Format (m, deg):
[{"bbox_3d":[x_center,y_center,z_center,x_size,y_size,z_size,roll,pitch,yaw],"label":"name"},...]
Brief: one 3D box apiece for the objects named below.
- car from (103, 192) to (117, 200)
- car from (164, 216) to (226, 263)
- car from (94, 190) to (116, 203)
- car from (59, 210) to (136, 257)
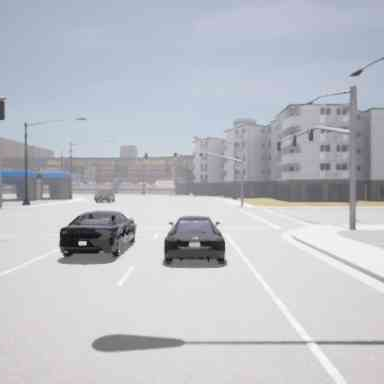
[{"bbox_3d":[-16.568,0.781,67.062,1.895,1.301,4.718,0,1,-23],"label":"car"},{"bbox_3d":[0.087,1.537,11.944,1.994,1.385,4.181,0,0,0],"label":"car"},{"bbox_3d":[-13.498,0.657,51.658,2.150,2.045,5.566,0,1,-2],"label":"car"},{"bbox_3d":[-3.409,1.446,12.855,1.882,1.535,5.008,0,0,0],"label":"car"}]
